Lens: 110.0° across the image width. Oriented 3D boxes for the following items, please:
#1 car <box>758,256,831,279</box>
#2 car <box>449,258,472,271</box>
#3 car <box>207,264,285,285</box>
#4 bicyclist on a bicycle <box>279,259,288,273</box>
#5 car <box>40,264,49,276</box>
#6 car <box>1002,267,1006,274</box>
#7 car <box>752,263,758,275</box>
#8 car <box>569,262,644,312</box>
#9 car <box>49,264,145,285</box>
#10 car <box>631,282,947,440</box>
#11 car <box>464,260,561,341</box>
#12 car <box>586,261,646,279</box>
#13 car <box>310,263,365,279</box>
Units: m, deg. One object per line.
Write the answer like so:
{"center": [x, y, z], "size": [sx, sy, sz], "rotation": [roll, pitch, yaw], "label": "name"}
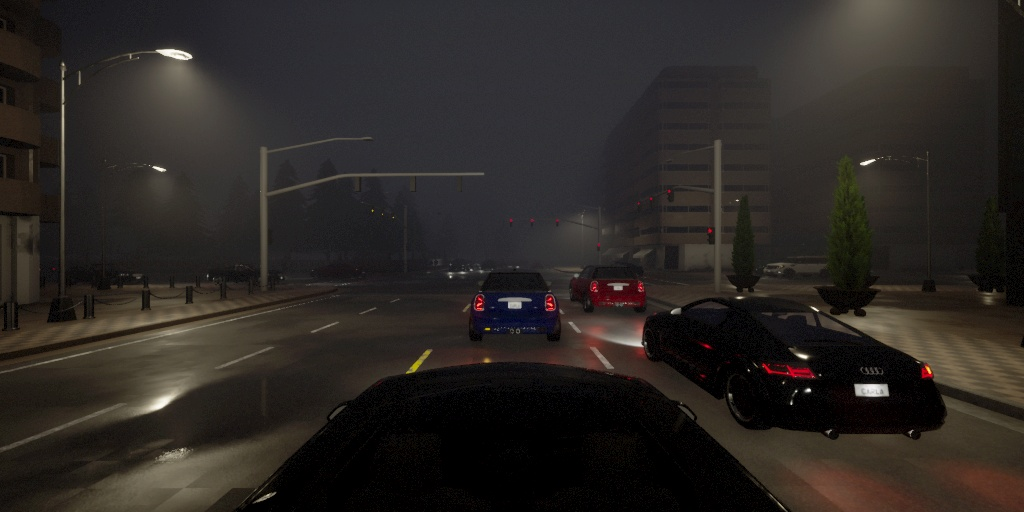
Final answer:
{"center": [26.534, 1.026, 33.158], "size": [5.566, 2.045, 2.150], "rotation": [0, 0, 0], "label": "car"}
{"center": [-6.936, 1.102, 47.459], "size": [2.097, 1.767, 4.553], "rotation": [0, 0, 2], "label": "car"}
{"center": [-19.010, 1.297, 25.754], "size": [4.902, 1.511, 2.128], "rotation": [0, 0, 0], "label": "car"}
{"center": [-25.635, 1.106, 40.208], "size": [0.582, 1.620, 1.656], "rotation": [0, 0, 0], "label": "bicyclist on a bicycle"}
{"center": [-49.538, 1.353, 36.265], "size": [5.357, 1.411, 2.033], "rotation": [0, 0, 0], "label": "car"}
{"center": [51.386, 1.406, 36.681], "size": [4.718, 1.301, 1.895], "rotation": [0, 0, 0], "label": "car"}
{"center": [27.727, 1.026, 36.663], "size": [5.566, 2.045, 2.150], "rotation": [0, 0, 0], "label": "car"}
{"center": [3.598, 1.102, 14.242], "size": [2.097, 1.767, 4.553], "rotation": [0, 0, 0], "label": "car"}
{"center": [-29.221, 1.296, 25.709], "size": [4.902, 1.511, 2.128], "rotation": [0, 0, 0], "label": "car"}
{"center": [3.604, 1.314, 5.602], "size": [1.994, 1.385, 4.181], "rotation": [0, 0, 0], "label": "car"}
{"center": [0.078, 1.102, 10.012], "size": [2.097, 1.767, 4.553], "rotation": [0, 0, 0], "label": "car"}
{"center": [9.508, 1.263, 33.081], "size": [5.008, 1.535, 1.882], "rotation": [1, 0, 0], "label": "car"}
{"center": [-15.972, 1.332, 32.966], "size": [4.674, 1.442, 1.812], "rotation": [0, 0, 0], "label": "car"}
